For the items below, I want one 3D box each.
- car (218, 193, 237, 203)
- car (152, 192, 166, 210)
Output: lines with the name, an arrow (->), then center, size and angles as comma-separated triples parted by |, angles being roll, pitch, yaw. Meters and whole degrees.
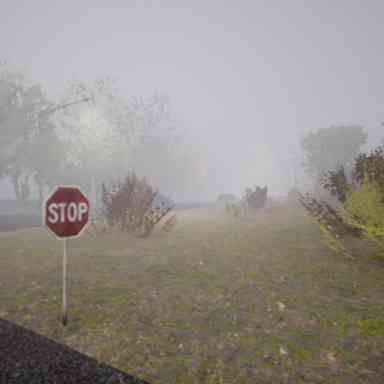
car -> 5.956, 0.956, 55.385 | 1.837, 1.490, 4.892 | 1, 1, 30
car -> -4.471, 0.896, 36.668 | 2.150, 2.045, 5.566 | 1, 1, 28
